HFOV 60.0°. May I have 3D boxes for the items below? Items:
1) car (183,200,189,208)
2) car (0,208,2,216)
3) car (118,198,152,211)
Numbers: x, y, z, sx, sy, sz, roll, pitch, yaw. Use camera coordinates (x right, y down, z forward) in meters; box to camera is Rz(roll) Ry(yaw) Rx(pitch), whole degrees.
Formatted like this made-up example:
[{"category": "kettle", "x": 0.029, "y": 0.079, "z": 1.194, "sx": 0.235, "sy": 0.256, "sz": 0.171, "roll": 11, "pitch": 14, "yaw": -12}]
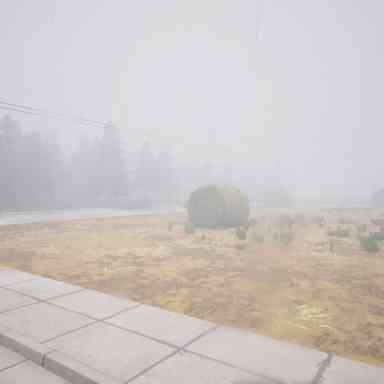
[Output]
[{"category": "car", "x": 0.606, "y": 1.590, "z": 46.680, "sx": 1.994, "sy": 1.385, "sz": 4.181, "roll": 0, "pitch": 0, "yaw": 37}, {"category": "car", "x": -18.173, "y": 1.590, "z": 27.555, "sx": 1.994, "sy": 1.385, "sz": 4.181, "roll": 0, "pitch": 0, "yaw": 37}, {"category": "car", "x": -7.214, "y": 1.533, "z": 42.325, "sx": 1.837, "sy": 1.490, "sz": 4.892, "roll": 0, "pitch": 0, "yaw": 37}]
